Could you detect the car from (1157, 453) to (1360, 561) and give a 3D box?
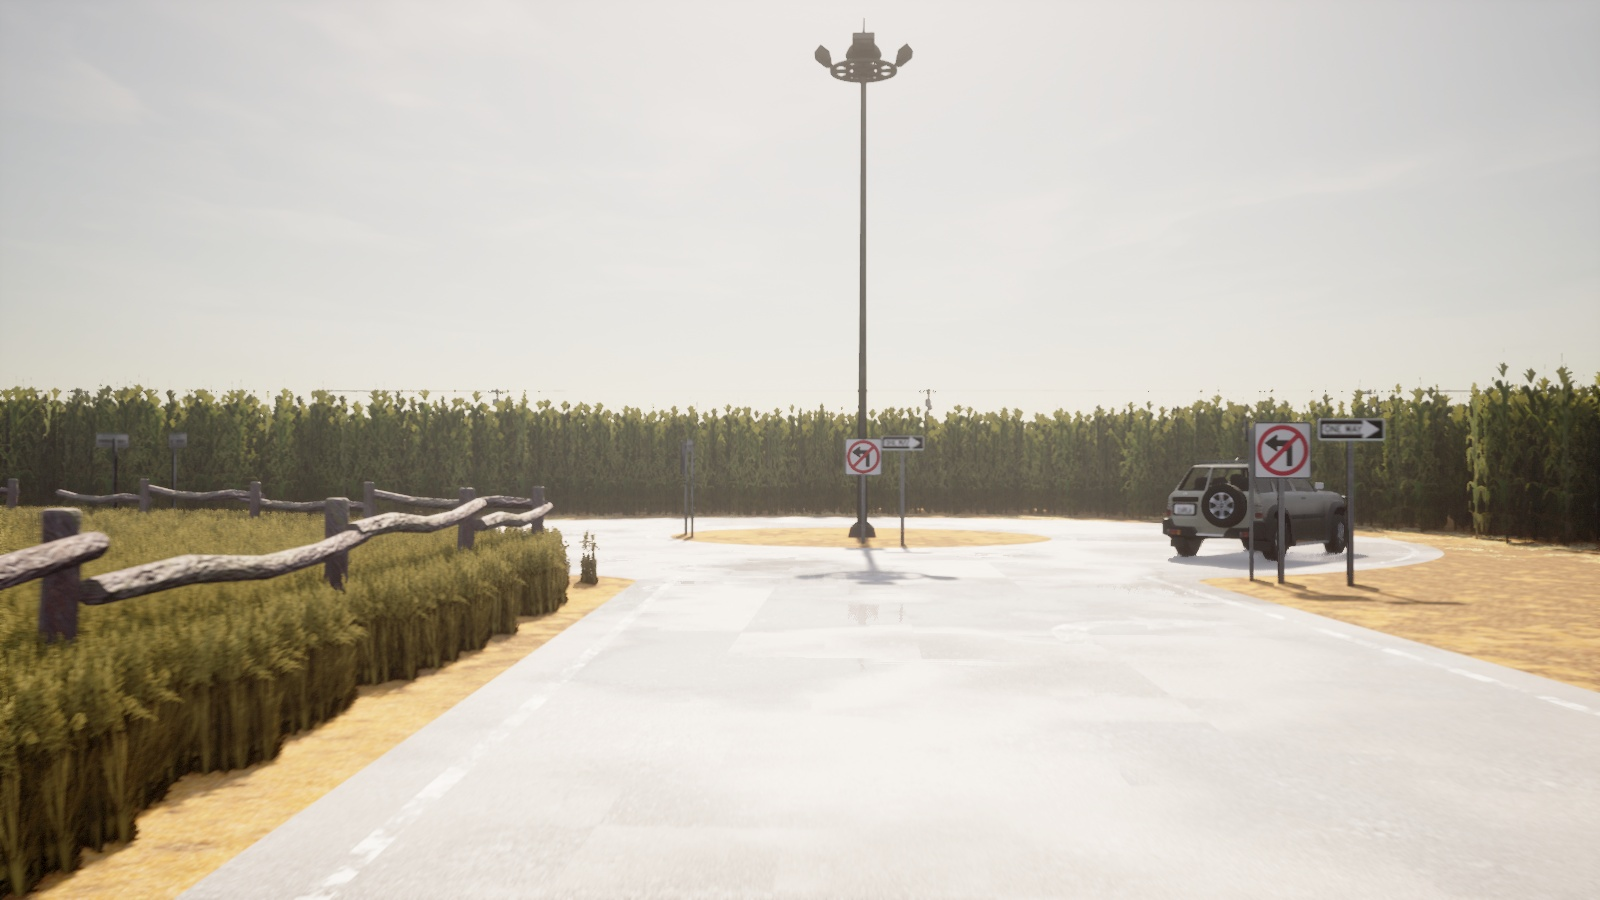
[{"bbox_3d":[8.767,1.007,23.793,1.932,1.855,4.605,-1,-1,43],"label":"car"}]
